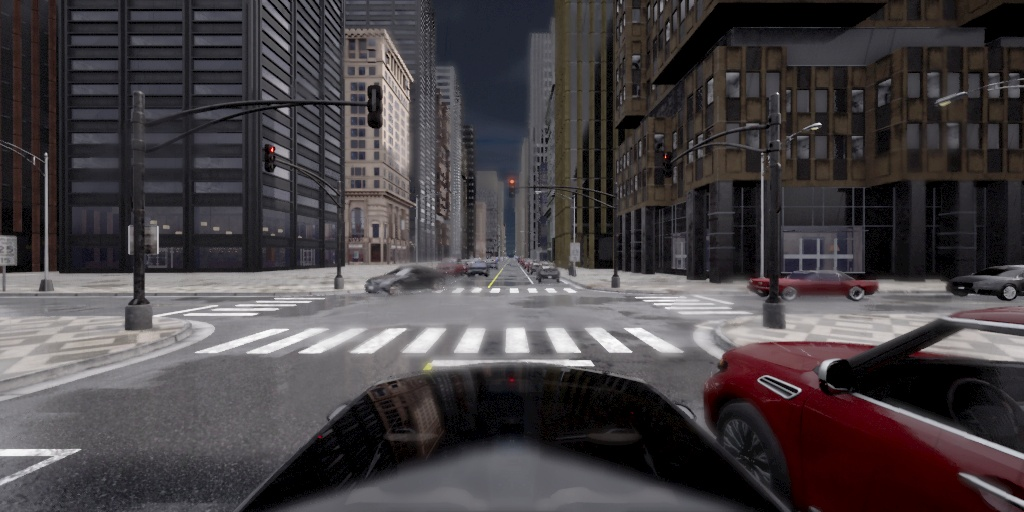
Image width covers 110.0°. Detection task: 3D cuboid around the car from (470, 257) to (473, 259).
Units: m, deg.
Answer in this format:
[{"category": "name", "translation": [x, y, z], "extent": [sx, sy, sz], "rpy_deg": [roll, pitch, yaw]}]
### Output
[{"category": "car", "translation": [-5.743, 1.193, 39.452], "extent": [1.967, 1.591, 4.097], "rpy_deg": [0, 0, 0]}]

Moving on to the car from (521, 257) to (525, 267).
[{"category": "car", "translation": [2.790, 1.199, 56.378], "extent": [1.967, 1.591, 4.097], "rpy_deg": [0, 0, 0]}]

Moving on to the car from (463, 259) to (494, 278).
[{"category": "car", "translation": [-3.083, 1.300, 34.078], "extent": [2.033, 1.411, 5.357], "rpy_deg": [0, 0, 0]}]

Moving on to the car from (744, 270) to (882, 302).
[{"category": "car", "translation": [13.527, 1.314, 16.346], "extent": [4.718, 1.301, 1.895], "rpy_deg": [0, 0, 0]}]

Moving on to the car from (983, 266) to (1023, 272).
[{"category": "car", "translation": [22.961, 1.197, 16.388], "extent": [4.892, 1.490, 1.837], "rpy_deg": [0, 0, 0]}]

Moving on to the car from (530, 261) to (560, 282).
[{"category": "car", "translation": [2.776, 1.302, 28.175], "extent": [2.007, 1.370, 4.403], "rpy_deg": [0, 0, 0]}]

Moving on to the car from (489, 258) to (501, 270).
[{"category": "car", "translation": [-3.057, 1.322, 51.921], "extent": [1.994, 1.385, 4.181], "rpy_deg": [0, 0, 0]}]

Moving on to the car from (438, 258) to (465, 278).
[{"category": "car", "translation": [-5.746, 1.067, 33.810], "extent": [2.192, 1.841, 5.009], "rpy_deg": [0, 0, 0]}]

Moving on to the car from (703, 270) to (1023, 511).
[{"category": "car", "translation": [2.762, 1.065, 1.202], "extent": [2.192, 1.841, 5.009], "rpy_deg": [0, 0, 0]}]

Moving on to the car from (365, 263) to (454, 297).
[{"category": "car", "translation": [-5.529, 1.278, 19.245], "extent": [1.812, 1.442, 4.674], "rpy_deg": [0, 0, 33]}]

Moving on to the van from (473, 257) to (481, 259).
[{"category": "van", "translation": [-5.735, 1.100, 56.373], "extent": [1.690, 1.789, 3.998], "rpy_deg": [0, 0, 0]}]

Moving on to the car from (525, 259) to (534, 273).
[{"category": "car", "translation": [2.782, 1.304, 39.456], "extent": [2.007, 1.370, 4.403], "rpy_deg": [0, 0, 0]}]

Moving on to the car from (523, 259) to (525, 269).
[{"category": "car", "translation": [2.785, 1.300, 45.097], "extent": [1.888, 1.381, 4.507], "rpy_deg": [0, 0, 0]}]
